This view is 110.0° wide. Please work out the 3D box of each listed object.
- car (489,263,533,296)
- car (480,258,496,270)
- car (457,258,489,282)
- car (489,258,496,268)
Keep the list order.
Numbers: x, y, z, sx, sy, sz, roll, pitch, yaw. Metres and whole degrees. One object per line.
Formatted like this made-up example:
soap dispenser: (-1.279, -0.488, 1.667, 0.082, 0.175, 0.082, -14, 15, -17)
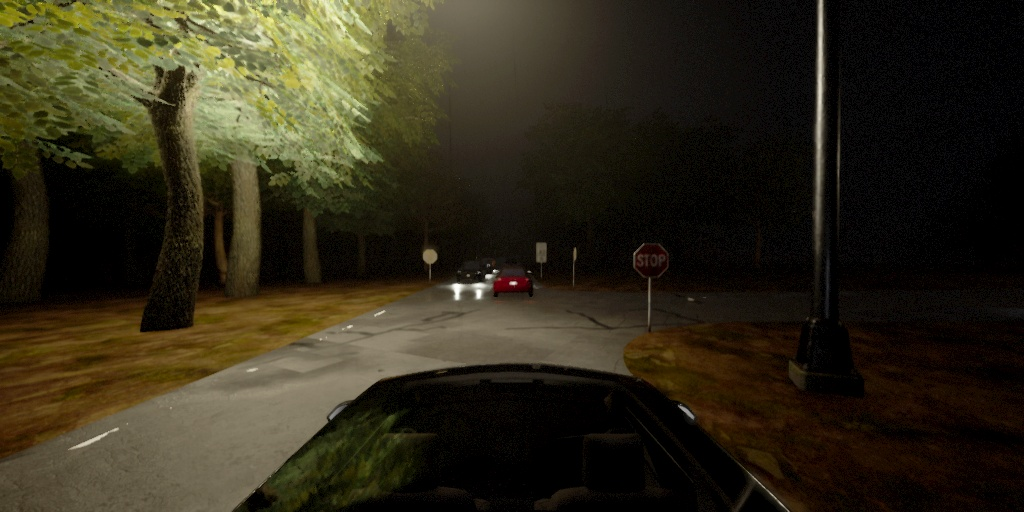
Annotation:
car: (0.058, 1.254, 18.867, 1.994, 1.385, 4.181, 0, 0, 0)
car: (-3.187, 1.029, 48.097, 1.882, 1.535, 5.008, 0, 0, 0)
car: (-3.151, 1.133, 28.276, 1.882, 1.535, 5.008, 0, 0, 0)
car: (-3.171, 0.965, 38.075, 2.097, 1.767, 4.553, 0, 0, 0)
